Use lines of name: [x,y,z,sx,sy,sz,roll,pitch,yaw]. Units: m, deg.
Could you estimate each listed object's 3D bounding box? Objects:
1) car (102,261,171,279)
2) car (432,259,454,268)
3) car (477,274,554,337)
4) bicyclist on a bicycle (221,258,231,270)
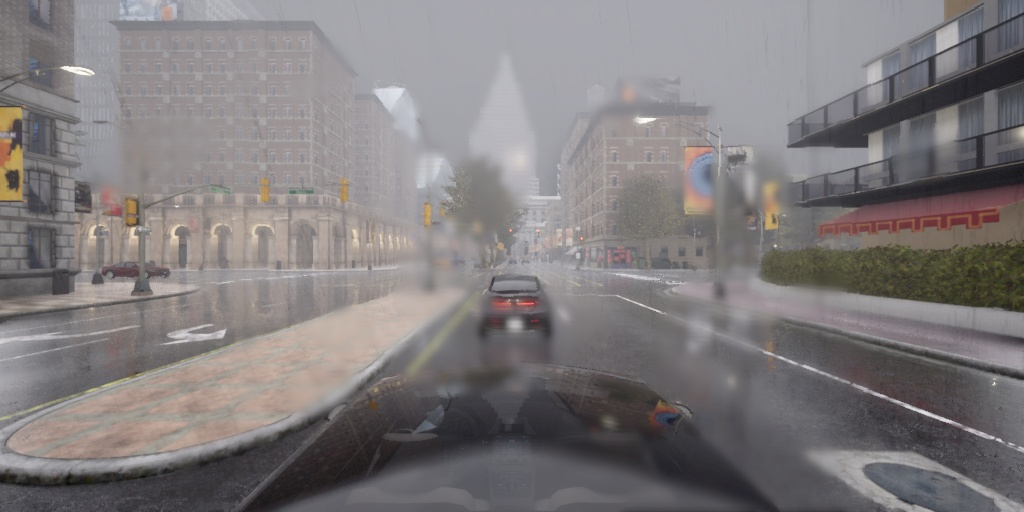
car: [-33.654,1.226,32.203,5.008,1.535,1.882,0,0,0]
car: [-11.450,1.224,59.578,1.882,1.535,5.008,0,0,0]
car: [0.095,1.254,10.248,1.837,1.490,4.892,0,0,0]
bicyclist on a bicycle: [-37.204,1.048,46.660,0.582,1.620,1.656,0,0,0]
